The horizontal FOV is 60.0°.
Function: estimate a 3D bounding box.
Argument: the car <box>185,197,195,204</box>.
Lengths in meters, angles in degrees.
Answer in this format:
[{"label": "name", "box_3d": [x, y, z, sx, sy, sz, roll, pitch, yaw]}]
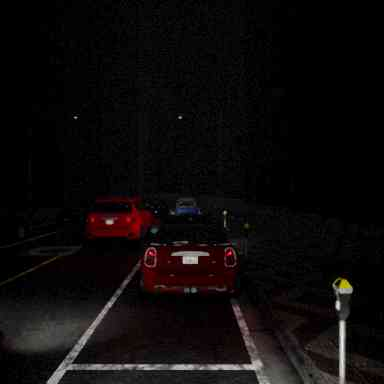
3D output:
[{"label": "car", "box_3d": [-0.385, 1.594, 65.189, 1.947, 1.339, 4.313, 0, 0, 0]}]

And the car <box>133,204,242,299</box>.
[{"label": "car", "box_3d": [-0.032, 1.353, 8.620, 2.097, 1.767, 4.553, 0, 0, 0]}]

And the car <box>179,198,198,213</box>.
[{"label": "car", "box_3d": [-0.386, 1.453, 37.008, 1.967, 1.590, 4.097, 0, 0, 0]}]

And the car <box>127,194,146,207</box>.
[{"label": "car", "box_3d": [-8.911, 1.337, 53.906, 2.192, 1.841, 5.009, 0, 0, 0]}]

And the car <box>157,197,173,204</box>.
[{"label": "car", "box_3d": [-3.127, 1.503, 31.323, 2.128, 1.511, 4.902, 0, 0, 0]}]

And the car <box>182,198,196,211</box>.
[{"label": "car", "box_3d": [-0.385, 1.541, 42.814, 1.752, 1.417, 4.829, 0, 0, 0]}]

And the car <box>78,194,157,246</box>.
[{"label": "car", "box_3d": [-3.137, 1.228, 15.394, 2.150, 2.045, 5.566, 0, 0, 0]}]

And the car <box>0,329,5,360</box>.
[{"label": "car", "box_3d": [-3.144, 1.525, 2.025, 1.812, 1.442, 4.674, 0, 0, 0]}]

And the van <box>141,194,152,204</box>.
[{"label": "van", "box_3d": [-8.911, 1.369, 65.180, 1.690, 1.788, 3.998, 0, 0, 0]}]

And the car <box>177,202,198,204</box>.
[{"label": "car", "box_3d": [-0.385, 1.530, 20.269, 1.752, 1.417, 4.829, 0, 0, 0]}]

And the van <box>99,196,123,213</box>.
[{"label": "van", "box_3d": [-8.911, 1.354, 36.996, 1.690, 1.788, 3.998, 0, 0, 0]}]

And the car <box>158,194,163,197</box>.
[{"label": "car", "box_3d": [-8.911, 1.478, 82.090, 1.967, 1.590, 4.097, 0, 0, 0]}]

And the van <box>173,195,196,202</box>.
[{"label": "van", "box_3d": [-0.386, 1.348, 25.735, 1.690, 1.788, 3.998, 0, 0, 0]}]

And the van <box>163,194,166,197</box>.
[{"label": "van", "box_3d": [-8.911, 1.385, 93.363, 1.690, 1.788, 3.998, 0, 0, 0]}]

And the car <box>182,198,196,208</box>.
[{"label": "car", "box_3d": [-0.385, 1.570, 48.280, 2.008, 1.369, 4.403, 0, 0, 0]}]

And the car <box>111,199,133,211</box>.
[{"label": "car", "box_3d": [-8.910, 1.582, 42.633, 1.947, 1.339, 4.313, 0, 0, 0]}]

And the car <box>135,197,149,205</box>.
[{"label": "car", "box_3d": [-8.910, 1.570, 59.543, 1.887, 1.381, 4.507, 0, 0, 0]}]

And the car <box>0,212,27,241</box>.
[{"label": "car", "box_3d": [-8.910, 1.547, 14.449, 1.887, 1.381, 4.507, 0, 0, 0]}]

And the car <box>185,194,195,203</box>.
[{"label": "car", "box_3d": [-0.386, 1.346, 70.826, 2.192, 1.841, 5.009, 0, 0, 0]}]

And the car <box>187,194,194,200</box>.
[{"label": "car", "box_3d": [-0.386, 1.484, 93.370, 1.967, 1.590, 4.097, 0, 0, 0]}]

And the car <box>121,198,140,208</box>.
[{"label": "car", "box_3d": [-8.910, 1.585, 48.269, 1.947, 1.339, 4.313, 0, 0, 0]}]

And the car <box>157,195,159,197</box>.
[{"label": "car", "box_3d": [-6.162, 1.525, 46.365, 1.837, 1.490, 4.892, 0, -1, 0]}]

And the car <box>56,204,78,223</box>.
[{"label": "car", "box_3d": [-8.910, 1.573, 25.722, 1.947, 1.339, 4.313, 0, 0, 0]}]

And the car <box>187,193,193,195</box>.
[{"label": "car", "box_3d": [-0.386, 1.465, 59.552, 1.967, 1.590, 4.097, 0, 0, 0]}]
